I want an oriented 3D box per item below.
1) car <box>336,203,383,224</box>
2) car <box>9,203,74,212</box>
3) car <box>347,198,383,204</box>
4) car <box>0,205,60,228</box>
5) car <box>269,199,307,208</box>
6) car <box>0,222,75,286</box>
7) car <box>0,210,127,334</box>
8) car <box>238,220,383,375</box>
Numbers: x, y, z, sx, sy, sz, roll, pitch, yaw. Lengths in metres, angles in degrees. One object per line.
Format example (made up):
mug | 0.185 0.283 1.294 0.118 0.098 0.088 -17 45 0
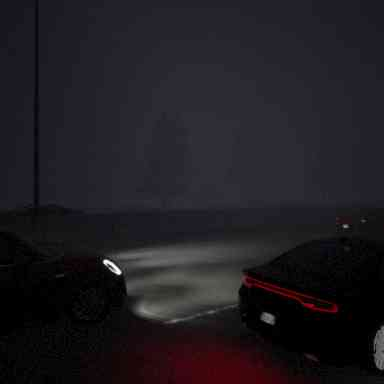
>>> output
car | 9.617 1.512 17.534 4.674 1.442 1.812 0 0 -28
car | -8.718 1.433 19.050 5.008 1.535 1.882 0 0 -33
car | 21.865 1.457 42.191 4.902 1.511 2.128 0 0 -20
car | -11.241 1.549 21.600 4.718 1.301 1.895 0 0 -34
car | 12.195 1.551 42.192 4.718 1.301 1.895 0 0 -23
car | -5.584 1.578 8.289 4.718 1.301 1.895 0 0 -35
car | -3.408 1.337 5.484 4.553 1.767 2.097 0 0 -35
car | 3.058 1.473 5.624 5.008 1.535 1.882 0 0 -33
